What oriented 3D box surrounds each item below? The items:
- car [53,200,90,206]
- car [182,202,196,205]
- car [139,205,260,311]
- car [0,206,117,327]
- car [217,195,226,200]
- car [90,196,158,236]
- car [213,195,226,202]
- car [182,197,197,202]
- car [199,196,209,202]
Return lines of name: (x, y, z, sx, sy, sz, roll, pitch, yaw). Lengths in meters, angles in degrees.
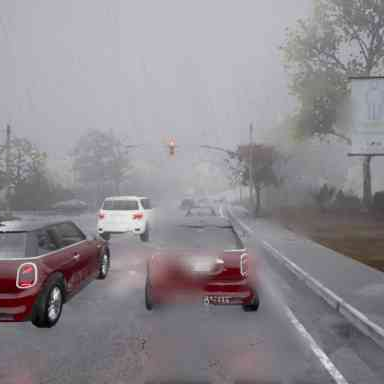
car: (-11.945, 1.525, 34.324, 4.674, 1.442, 1.812, 0, 0, -2)
car: (0.466, 1.491, 17.156, 2.128, 1.511, 4.902, 0, 0, 2)
car: (0.216, 1.352, 7.949, 2.097, 1.767, 4.553, 0, 0, 1)
car: (-3.293, 1.352, 7.202, 2.097, 1.767, 4.553, 0, 0, 1)
car: (7.661, 1.392, 85.628, 1.812, 1.442, 4.674, 0, 0, 10)
car: (-3.052, 1.221, 16.879, 2.150, 2.045, 5.566, 0, 0, 2)
car: (5.973, 1.590, 75.535, 1.895, 1.301, 4.718, 0, 0, 9)
car: (-0.443, 1.505, 52.534, 1.837, 1.490, 4.892, 0, 0, 6)
car: (2.713, 1.540, 77.313, 2.033, 1.411, 5.357, 0, 0, 9)
